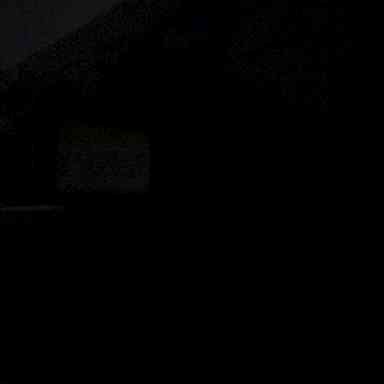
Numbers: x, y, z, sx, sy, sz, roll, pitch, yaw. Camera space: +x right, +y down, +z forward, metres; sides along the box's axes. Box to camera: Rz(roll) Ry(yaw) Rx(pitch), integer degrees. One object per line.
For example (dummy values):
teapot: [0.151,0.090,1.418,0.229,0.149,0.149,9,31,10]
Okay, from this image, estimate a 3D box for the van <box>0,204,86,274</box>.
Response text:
van: [-4.962,1.361,8.965,1.878,1.987,4.442,-2,-1,35]
